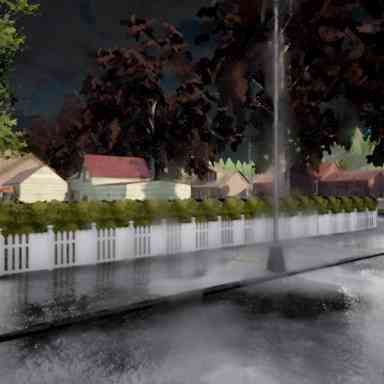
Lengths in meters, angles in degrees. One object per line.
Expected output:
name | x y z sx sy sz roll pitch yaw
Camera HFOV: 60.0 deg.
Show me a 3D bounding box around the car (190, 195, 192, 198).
car | -2.141 1.236 57.504 2.150 2.045 5.566 0 0 -35
